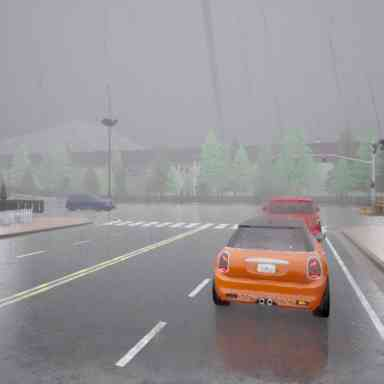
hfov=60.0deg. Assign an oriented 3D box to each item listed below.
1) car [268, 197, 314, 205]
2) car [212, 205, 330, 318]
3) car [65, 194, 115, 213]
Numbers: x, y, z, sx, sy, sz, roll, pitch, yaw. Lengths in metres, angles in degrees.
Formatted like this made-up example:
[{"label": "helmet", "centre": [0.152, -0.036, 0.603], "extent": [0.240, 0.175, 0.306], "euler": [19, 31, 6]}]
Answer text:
[{"label": "car", "centre": [4.167, 1.221, 14.098], "extent": [2.150, 2.045, 5.566], "euler": [0, 0, 16]}, {"label": "car", "centre": [1.994, 1.352, 7.823], "extent": [2.097, 1.767, 4.553], "euler": [0, 0, 19]}, {"label": "car", "centre": [-11.545, 1.220, 37.552], "extent": [5.566, 2.045, 2.150], "euler": [0, 0, 16]}]
